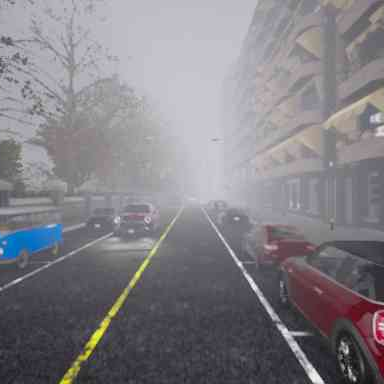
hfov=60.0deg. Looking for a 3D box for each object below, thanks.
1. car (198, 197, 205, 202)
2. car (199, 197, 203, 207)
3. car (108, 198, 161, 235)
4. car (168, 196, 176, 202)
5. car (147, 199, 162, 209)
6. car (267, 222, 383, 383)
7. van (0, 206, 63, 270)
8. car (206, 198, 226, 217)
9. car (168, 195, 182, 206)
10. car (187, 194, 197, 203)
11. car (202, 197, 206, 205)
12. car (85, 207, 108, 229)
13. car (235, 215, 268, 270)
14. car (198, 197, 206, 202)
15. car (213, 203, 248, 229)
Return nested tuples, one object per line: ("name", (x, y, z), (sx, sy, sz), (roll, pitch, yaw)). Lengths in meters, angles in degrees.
("car", (2.739, 2.014, 95.347), (1.887, 1.381, 4.507), (0, 0, 0))
("car", (2.383, 1.788, 58.327), (1.812, 1.442, 4.674), (0, 0, 0))
("car", (-3.090, 1.430, 19.187), (2.097, 1.767, 4.553), (0, 0, 0))
("car", (-5.642, 1.910, 95.352), (1.967, 1.590, 4.097), (0, 0, 0))
("car", (-5.664, 1.804, 50.308), (1.802, 1.307, 4.206), (0, 0, 0))
("car", (2.693, 1.461, 5.263), (1.967, 1.590, 4.097), (0, 0, 0))
("van", (-5.685, 1.385, 10.898), (1.690, 1.788, 3.998), (0, 0, 0))
("car", (2.707, 1.579, 33.414), (1.967, 1.590, 4.097), (0, 0, 0))
("car", (-3.013, 1.494, 60.343), (2.150, 2.045, 5.566), (0, 0, 1))
("car", (0.040, 1.450, 76.710), (2.150, 2.045, 5.566), (0, 0, 0))
("car", (2.714, 1.719, 44.844), (1.752, 1.417, 4.829), (0, 0, 0))
("car", (-5.679, 1.656, 22.158), (1.947, 1.339, 4.313), (0, 0, 0))
("car", (2.696, 1.626, 10.893), (1.802, 1.307, 4.206), (0, 0, 0))
("car", (2.736, 1.980, 89.717), (1.887, 1.381, 4.507), (0, 0, 0))
("car", (2.702, 1.655, 22.154), (1.947, 1.339, 4.313), (0, 0, 0))
